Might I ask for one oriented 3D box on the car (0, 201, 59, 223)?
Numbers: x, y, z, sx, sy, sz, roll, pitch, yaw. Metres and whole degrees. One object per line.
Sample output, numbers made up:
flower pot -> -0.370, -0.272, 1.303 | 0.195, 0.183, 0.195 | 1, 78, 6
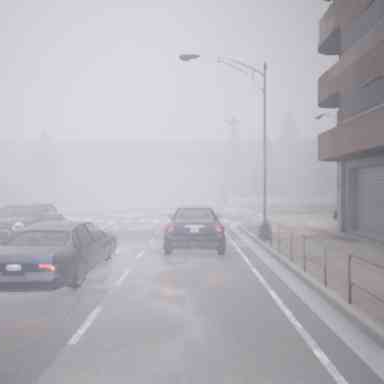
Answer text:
car -> -7.038, 1.242, 13.833 | 2.097, 1.767, 4.553 | 0, 0, 0

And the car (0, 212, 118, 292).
car -> -3.411, 1.476, 8.878 | 2.033, 1.411, 5.357 | 0, 0, 0

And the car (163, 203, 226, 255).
car -> 0.084, 1.249, 12.980 | 2.097, 1.767, 4.553 | 0, 0, 0
